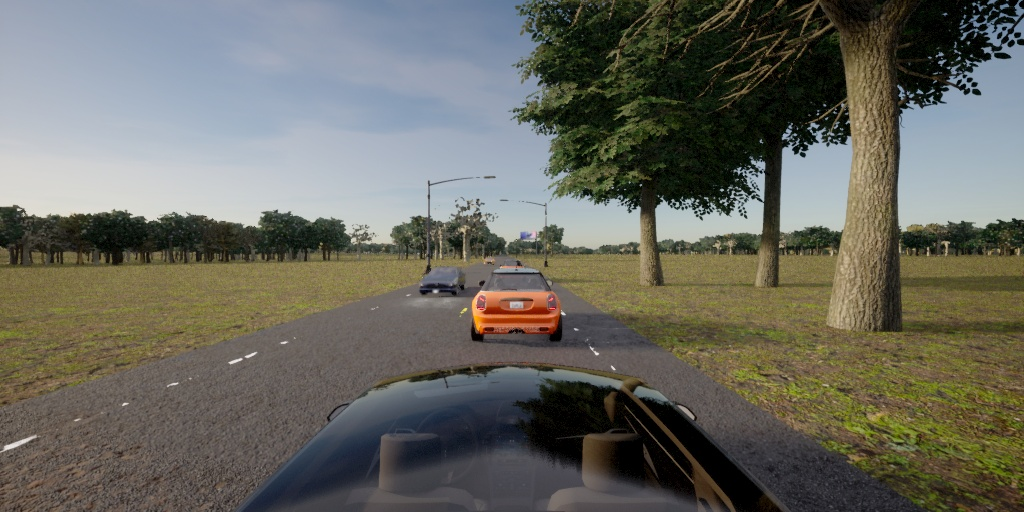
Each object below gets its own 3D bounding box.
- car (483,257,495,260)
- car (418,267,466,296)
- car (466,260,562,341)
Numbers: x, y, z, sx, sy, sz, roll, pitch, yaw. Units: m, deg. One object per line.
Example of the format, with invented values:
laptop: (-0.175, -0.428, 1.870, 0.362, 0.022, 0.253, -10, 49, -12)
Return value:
car: (-3.829, 0.898, 61.785, 1.882, 1.535, 5.008, 0, 0, -1)
car: (-3.599, 1.286, 19.558, 2.033, 1.411, 5.357, 0, 0, 0)
car: (0.105, 1.098, 10.016, 2.097, 1.767, 4.553, 0, 0, 0)
